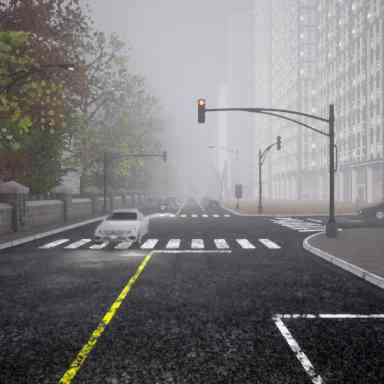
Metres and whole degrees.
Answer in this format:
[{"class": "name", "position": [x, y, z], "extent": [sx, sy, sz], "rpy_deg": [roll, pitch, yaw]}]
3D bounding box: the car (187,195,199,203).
[{"class": "car", "position": [-0.061, 1.578, 69.224], "extent": [1.812, 1.442, 4.674], "rpy_deg": [0, 0, 0]}]

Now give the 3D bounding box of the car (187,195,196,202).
[{"class": "car", "position": [-0.069, 1.482, 78.807], "extent": [2.033, 1.411, 5.357], "rpy_deg": [0, 0, 0]}]

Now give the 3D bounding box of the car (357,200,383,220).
[{"class": "car", "position": [14.933, 1.239, 24.747], "extent": [4.892, 1.490, 1.837], "rpy_deg": [-1, 0, 0]}]

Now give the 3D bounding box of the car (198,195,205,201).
[{"class": "car", "position": [2.611, 1.642, 92.214], "extent": [2.008, 1.369, 4.403], "rpy_deg": [0, 0, 0]}]

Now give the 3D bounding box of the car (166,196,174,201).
[{"class": "car", "position": [-5.765, 1.626, 86.575], "extent": [1.887, 1.381, 4.507], "rpy_deg": [0, 0, 0]}]

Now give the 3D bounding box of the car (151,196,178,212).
[{"class": "car", "position": [-3.135, 1.509, 38.446], "extent": [2.128, 1.511, 4.902], "rpy_deg": [0, 0, 0]}]

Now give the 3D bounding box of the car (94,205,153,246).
[{"class": "car", "position": [-3.115, 1.530, 15.552], "extent": [1.812, 1.442, 4.674], "rpy_deg": [0, 0, 0]}]

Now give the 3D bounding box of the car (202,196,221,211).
[{"class": "car", "position": [2.655, 1.587, 41.523], "extent": [1.947, 1.339, 4.313], "rpy_deg": [0, 0, 0]}]

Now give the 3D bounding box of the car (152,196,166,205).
[{"class": "car", "position": [-5.740, 1.478, 58.414], "extent": [1.967, 1.590, 4.097], "rpy_deg": [0, 0, 0]}]

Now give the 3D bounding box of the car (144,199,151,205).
[{"class": "car", "position": [-5.730, 1.608, 47.149], "extent": [1.802, 1.307, 4.206], "rpy_deg": [0, 0, 0]}]

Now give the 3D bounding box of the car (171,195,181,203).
[{"class": "car", "position": [-3.139, 1.535, 52.620], "extent": [1.837, 1.490, 4.892], "rpy_deg": [0, 0, 0]}]

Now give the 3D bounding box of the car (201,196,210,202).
[{"class": "car", "position": [3.082, 1.590, 76.836], "extent": [1.812, 1.442, 4.674], "rpy_deg": [0, 0, 0]}]

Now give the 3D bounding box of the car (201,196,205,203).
[{"class": "car", "position": [2.650, 1.592, 47.156], "extent": [1.947, 1.339, 4.313], "rpy_deg": [0, 0, 0]}]

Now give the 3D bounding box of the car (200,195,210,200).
[{"class": "car", "position": [2.645, 1.597, 52.789], "extent": [1.947, 1.339, 4.313], "rpy_deg": [0, 0, 0]}]

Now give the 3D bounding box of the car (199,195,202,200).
[{"class": "car", "position": [3.052, 1.406, 69.806], "extent": [2.097, 1.767, 4.553], "rpy_deg": [0, 0, 0]}]
